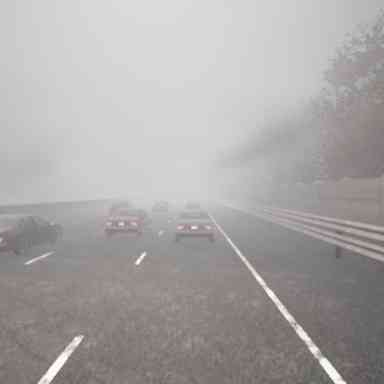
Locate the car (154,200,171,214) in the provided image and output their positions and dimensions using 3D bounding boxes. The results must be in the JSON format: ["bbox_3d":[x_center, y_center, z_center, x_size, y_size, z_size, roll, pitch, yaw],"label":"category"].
[{"bbox_3d":[-3.399,1.650,37.109,2.033,1.411,5.357,0,0,0],"label":"car"}]

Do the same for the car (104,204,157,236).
[{"bbox_3d":[-3.399,1.591,18.515,2.033,1.411,5.357,0,0,0],"label":"car"}]

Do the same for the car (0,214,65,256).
[{"bbox_3d":[-6.896,1.576,13.198,2.033,1.411,5.357,0,0,0],"label":"car"}]

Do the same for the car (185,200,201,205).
[{"bbox_3d":[0.099,1.638,40.082,1.812,1.442,4.674,0,0,0],"label":"car"}]

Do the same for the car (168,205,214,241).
[{"bbox_3d":[0.099,1.585,16.779,2.033,1.411,5.357,0,0,0],"label":"car"}]

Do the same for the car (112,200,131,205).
[{"bbox_3d":[-6.904,1.595,33.151,1.837,1.490,4.892,0,0,0],"label":"car"}]
